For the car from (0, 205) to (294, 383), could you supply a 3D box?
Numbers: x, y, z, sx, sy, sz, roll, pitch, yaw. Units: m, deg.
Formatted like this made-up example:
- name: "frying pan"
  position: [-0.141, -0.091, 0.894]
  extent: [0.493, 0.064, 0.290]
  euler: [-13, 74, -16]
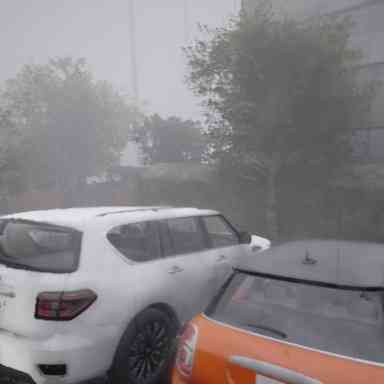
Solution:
- name: "car"
  position: [-0.450, 1.237, 5.631]
  extent: [2.435, 2.045, 5.566]
  euler: [0, 0, 35]
